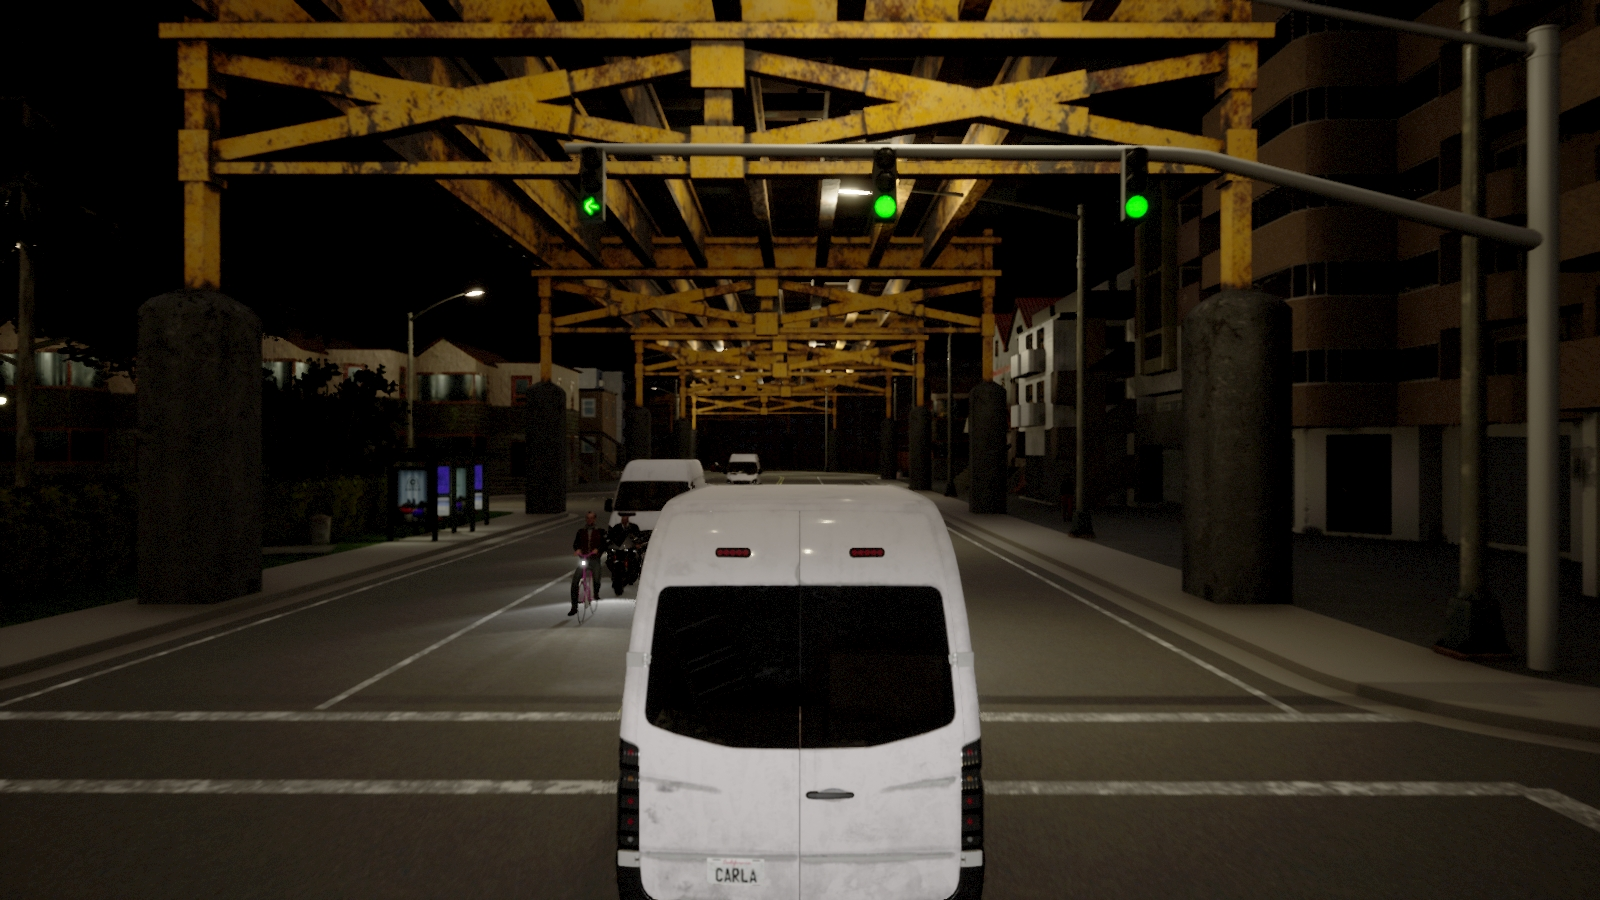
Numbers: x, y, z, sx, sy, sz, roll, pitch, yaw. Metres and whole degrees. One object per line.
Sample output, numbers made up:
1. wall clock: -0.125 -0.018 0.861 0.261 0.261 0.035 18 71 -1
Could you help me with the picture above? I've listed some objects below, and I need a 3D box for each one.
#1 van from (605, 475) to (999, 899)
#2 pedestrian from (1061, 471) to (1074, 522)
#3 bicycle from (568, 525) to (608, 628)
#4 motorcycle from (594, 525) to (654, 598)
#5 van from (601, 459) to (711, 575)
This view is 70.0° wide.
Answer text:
1. van: 0.012 1.532 8.720 1.988 2.561 5.915 0 0 0
2. pedestrian: 9.761 1.693 41.741 0.375 1.860 0.375 0 0 1
3. bicycle: -3.487 2.044 18.863 0.329 1.496 1.835 0 0 0
4. motorcycle: -3.492 2.199 22.903 0.867 1.254 2.209 0 0 0
5. van: -3.476 1.528 28.727 1.988 2.561 5.915 0 0 0
